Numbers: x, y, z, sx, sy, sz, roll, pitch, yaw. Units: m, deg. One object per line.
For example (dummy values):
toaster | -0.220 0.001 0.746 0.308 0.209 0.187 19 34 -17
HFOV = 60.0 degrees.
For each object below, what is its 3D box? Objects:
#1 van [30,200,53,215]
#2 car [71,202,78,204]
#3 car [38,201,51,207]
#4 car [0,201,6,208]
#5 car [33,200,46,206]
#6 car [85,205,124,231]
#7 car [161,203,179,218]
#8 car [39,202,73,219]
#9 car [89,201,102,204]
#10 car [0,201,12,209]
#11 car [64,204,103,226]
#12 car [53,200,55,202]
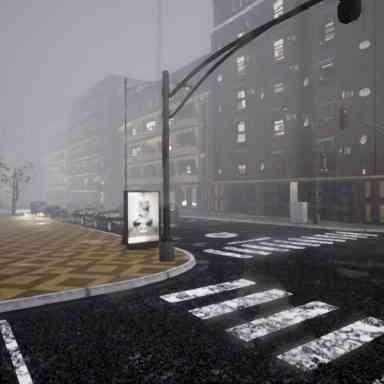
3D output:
van | -19.755 2.035 43.038 1.690 1.788 3.998 -2 0 -36
car | -21.450 2.424 59.735 1.802 1.307 4.206 -2 0 -36
car | -34.506 2.736 77.784 1.947 1.339 4.313 -2 0 -36
car | -44.561 2.862 77.386 1.887 1.381 4.507 -2 0 -36
car | -37.771 2.797 82.297 1.887 1.381 4.507 -2 0 -36
car | -5.497 1.888 23.160 2.008 1.369 4.403 -2 0 -36
car | -3.075 1.824 34.548 1.967 1.590 4.097 -2 0 -36
car | -14.837 2.115 36.150 1.887 1.381 4.507 -2 0 -36
car | -14.922 2.118 50.713 1.967 1.590 4.097 -2 0 -36
car | -38.033 2.703 68.361 2.008 1.369 4.403 -2 0 -36
car | -8.761 1.969 27.673 2.008 1.369 4.403 -2 0 -36
car | -31.246 2.528 73.272 1.967 1.590 4.097 -2 0 -36
